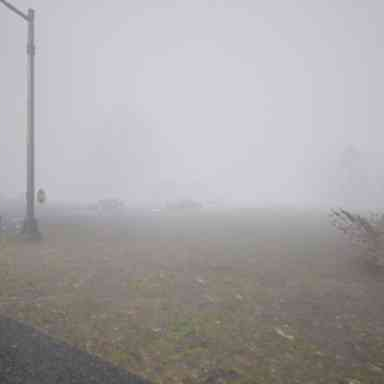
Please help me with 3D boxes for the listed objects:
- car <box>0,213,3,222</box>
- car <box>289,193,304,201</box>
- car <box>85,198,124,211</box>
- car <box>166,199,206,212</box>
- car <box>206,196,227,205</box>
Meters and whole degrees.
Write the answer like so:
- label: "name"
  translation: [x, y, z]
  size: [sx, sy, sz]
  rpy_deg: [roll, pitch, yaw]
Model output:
- label: "car"
  translation: [-13.791, 1.409, 19.726]
  size: [1.812, 1.442, 4.674]
  rpy_deg: [1, 0, 34]
- label: "car"
  translation: [28.225, 1.578, 88.571]
  size: [2.033, 1.411, 5.357]
  rpy_deg: [1, 0, 34]
- label: "car"
  translation: [-9.930, 1.443, 38.082]
  size: [1.837, 1.490, 4.892]
  rpy_deg: [1, 2, 34]
- label: "car"
  translation: [-0.875, 1.503, 38.992]
  size: [2.033, 1.411, 5.357]
  rpy_deg: [1, 0, 34]
- label: "car"
  translation: [4.292, 1.499, 59.317]
  size: [2.033, 1.411, 5.357]
  rpy_deg: [1, 0, 34]
